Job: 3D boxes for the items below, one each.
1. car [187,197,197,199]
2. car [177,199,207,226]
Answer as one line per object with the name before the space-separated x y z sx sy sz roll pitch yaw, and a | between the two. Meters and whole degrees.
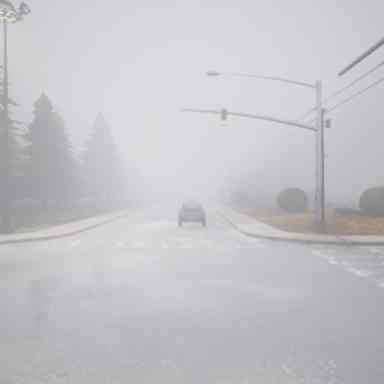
car | -0.005 1.536 48.763 1.837 1.490 4.892 0 0 0
car | -0.004 1.507 23.291 2.128 1.511 4.902 0 0 0
